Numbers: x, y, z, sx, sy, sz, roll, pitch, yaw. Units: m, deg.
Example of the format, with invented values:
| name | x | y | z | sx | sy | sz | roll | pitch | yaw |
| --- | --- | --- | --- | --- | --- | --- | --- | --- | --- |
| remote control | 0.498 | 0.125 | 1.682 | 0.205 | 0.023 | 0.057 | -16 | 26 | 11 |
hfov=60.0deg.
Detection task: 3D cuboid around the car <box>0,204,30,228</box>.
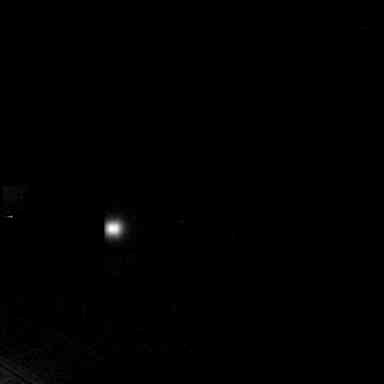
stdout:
| name | x | y | z | sx | sy | sz | roll | pitch | yaw |
| --- | --- | --- | --- | --- | --- | --- | --- | --- | --- |
| car | -10.332 | 1.491 | 22.180 | 2.128 | 1.511 | 4.902 | 0 | 0 | 36 |
